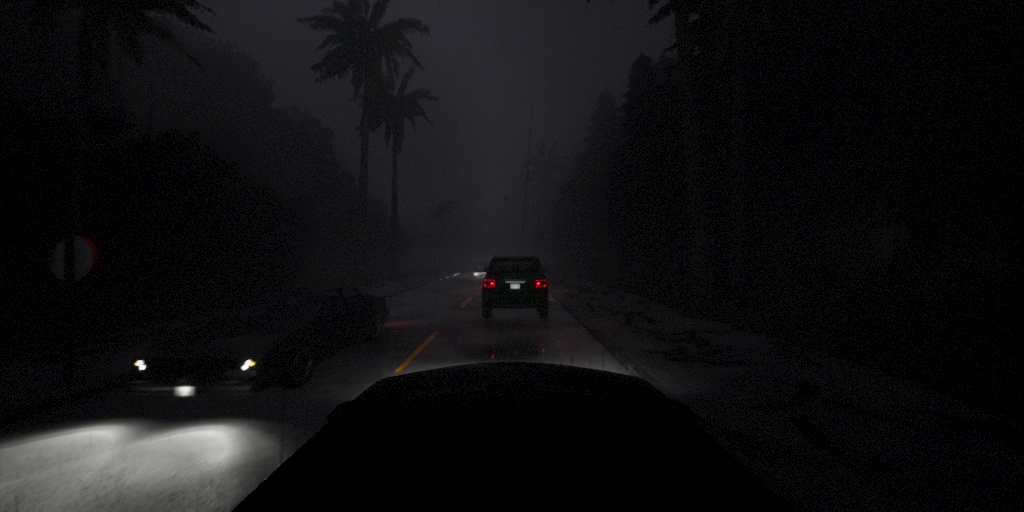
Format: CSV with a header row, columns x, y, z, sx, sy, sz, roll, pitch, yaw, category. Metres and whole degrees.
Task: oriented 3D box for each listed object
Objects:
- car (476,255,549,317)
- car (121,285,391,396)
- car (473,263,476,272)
x,y,z,sx,sy,sz,roll,pitch,yaw,category
0.113,0.999,13.407,2.150,2.045,5.566,0,0,0,car
-4.100,1.309,7.151,2.033,1.411,5.357,0,0,0,car
-4.089,1.343,47.968,2.128,1.511,4.902,0,0,0,car
